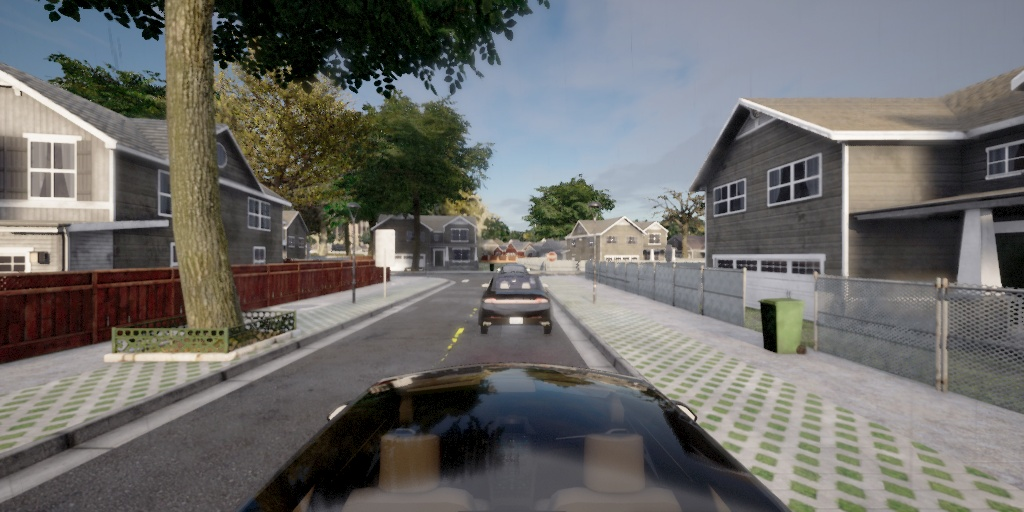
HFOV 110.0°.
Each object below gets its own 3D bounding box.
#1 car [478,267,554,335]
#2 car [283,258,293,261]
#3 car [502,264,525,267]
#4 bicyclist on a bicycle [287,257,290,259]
[{"bbox_3d":[0.100,1.241,10.501,2.128,1.511,4.902,0,0,0],"label":"car"},{"bbox_3d":[-19.359,0.951,30.455,4.553,1.767,2.097,0,0,-12],"label":"car"},{"bbox_3d":[0.101,1.224,22.600,1.882,1.535,5.008,0,0,0],"label":"car"},{"bbox_3d":[-22.339,0.876,35.823,0.582,1.620,1.656,0,0,-12],"label":"bicyclist on a bicycle"}]
